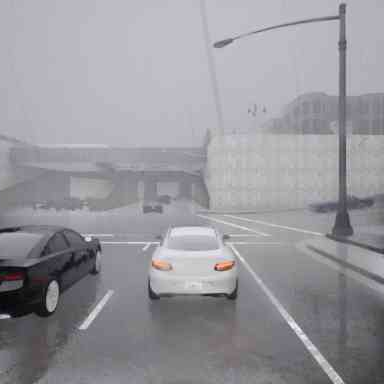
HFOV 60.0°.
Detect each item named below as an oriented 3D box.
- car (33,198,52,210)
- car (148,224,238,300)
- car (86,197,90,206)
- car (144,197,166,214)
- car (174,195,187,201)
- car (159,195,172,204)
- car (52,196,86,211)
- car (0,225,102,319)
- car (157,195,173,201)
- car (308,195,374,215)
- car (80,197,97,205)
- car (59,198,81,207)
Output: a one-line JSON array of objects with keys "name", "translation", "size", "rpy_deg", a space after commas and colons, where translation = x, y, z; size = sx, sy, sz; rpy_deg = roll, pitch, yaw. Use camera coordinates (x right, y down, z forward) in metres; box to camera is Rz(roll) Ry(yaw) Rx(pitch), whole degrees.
[{"name": "car", "translation": [-18.650, 1.491, 42.582], "size": [2.128, 1.511, 4.902], "rpy_deg": [0, 0, -2]}, {"name": "car", "translation": [0.015, 1.526, 8.292], "size": [1.812, 1.442, 4.674], "rpy_deg": [0, 0, 0]}, {"name": "car", "translation": [-15.404, 1.491, 50.147], "size": [2.128, 1.511, 4.902], "rpy_deg": [0, 0, -2]}, {"name": "car", "translation": [-4.187, 1.564, 36.177], "size": [1.994, 1.385, 4.181], "rpy_deg": [0, 0, -6]}, {"name": "car", "translation": [-2.964, 1.524, 83.732], "size": [1.812, 1.442, 4.674], "rpy_deg": [0, 0, 27]}, {"name": "car", "translation": [-5.108, 1.564, 62.049], "size": [1.994, 1.385, 4.181], "rpy_deg": [0, 0, -2]}, {"name": "car", "translation": [-15.091, 1.352, 41.047], "size": [2.097, 1.767, 4.553], "rpy_deg": [0, 0, -2]}, {"name": "car", "translation": [-3.479, 1.478, 7.492], "size": [1.882, 1.535, 5.008], "rpy_deg": [0, 0, 0]}, {"name": "car", "translation": [-6.800, 1.500, 83.575], "size": [1.837, 1.490, 4.892], "rpy_deg": [0, 0, 24]}, {"name": "car", "translation": [12.041, 1.015, 27.154], "size": [4.718, 1.301, 1.895], "rpy_deg": [-6, 0, -1]}, {"name": "car", "translation": [-19.259, 1.601, 62.010], "size": [1.895, 1.301, 4.718], "rpy_deg": [0, 0, -1]}, {"name": "car", "translation": [-18.962, 1.601, 51.840], "size": [1.895, 1.301, 4.718], "rpy_deg": [0, 0, -2]}]
